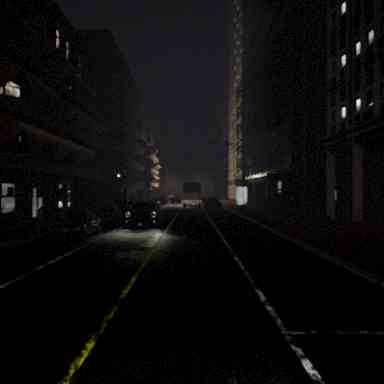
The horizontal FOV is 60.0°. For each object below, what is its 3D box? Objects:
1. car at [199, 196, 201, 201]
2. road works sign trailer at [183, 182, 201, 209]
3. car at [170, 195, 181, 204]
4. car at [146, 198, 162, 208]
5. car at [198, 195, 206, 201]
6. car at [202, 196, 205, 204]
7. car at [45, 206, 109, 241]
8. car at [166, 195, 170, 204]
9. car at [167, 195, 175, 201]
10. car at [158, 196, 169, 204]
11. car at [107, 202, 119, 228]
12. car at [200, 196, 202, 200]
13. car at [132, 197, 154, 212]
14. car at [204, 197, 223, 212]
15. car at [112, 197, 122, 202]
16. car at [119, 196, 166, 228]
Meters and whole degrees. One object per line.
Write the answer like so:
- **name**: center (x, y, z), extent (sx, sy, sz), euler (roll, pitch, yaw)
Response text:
- **car**: center (2.682, 1.597, 61.676), extent (1.947, 1.339, 4.313), euler (0, 0, 0)
- **road works sign trailer**: center (-0.006, 0.482, 44.889), extent (2.380, 3.560, 2.880), euler (0, 0, 0)
- **car**: center (-3.034, 1.633, 62.782), extent (1.895, 1.301, 4.718), euler (0, 0, 1)
- **car**: center (-5.697, 1.572, 50.378), extent (2.008, 1.369, 4.403), euler (0, 0, 0)
- **car**: center (2.678, 1.608, 89.919), extent (1.887, 1.381, 4.507), euler (0, 0, 0)
- **car**: center (2.684, 1.458, 44.730), extent (1.967, 1.590, 4.097), euler (0, 0, 0)
- **car**: center (-5.693, 1.584, 16.487), extent (1.802, 1.307, 4.206), euler (0, 0, 0)
- **car**: center (-5.699, 1.596, 61.675), extent (1.947, 1.339, 4.313), euler (0, 0, 0)
- **car**: center (-5.702, 1.503, 89.918), extent (1.967, 1.590, 4.097), euler (0, 0, 0)
- **car**: center (-5.700, 1.561, 67.154), extent (1.752, 1.417, 4.829), euler (0, 0, 0)
- **car**: center (-5.694, 1.587, 22.135), extent (1.802, 1.307, 4.206), euler (0, 0, 0)
- **car**: center (2.683, 1.572, 50.380), extent (2.008, 1.369, 4.403), euler (0, 0, 0)
- **car**: center (-5.696, 1.454, 39.082), extent (1.967, 1.590, 4.097), euler (0, 0, 0)
- **car**: center (2.685, 1.540, 39.252), extent (1.752, 1.417, 4.829), euler (0, 0, 0)
- **car**: center (-5.695, 1.323, 27.784), extent (2.192, 1.841, 5.009), euler (0, 0, 0)
- **car**: center (-3.103, 1.357, 21.991), extent (2.097, 1.767, 4.553), euler (0, 0, 0)
